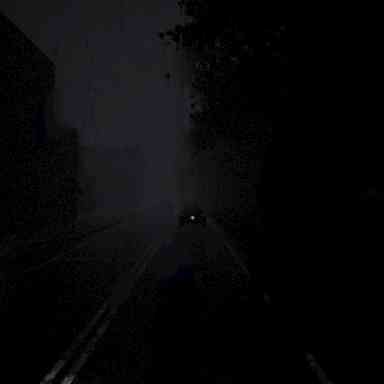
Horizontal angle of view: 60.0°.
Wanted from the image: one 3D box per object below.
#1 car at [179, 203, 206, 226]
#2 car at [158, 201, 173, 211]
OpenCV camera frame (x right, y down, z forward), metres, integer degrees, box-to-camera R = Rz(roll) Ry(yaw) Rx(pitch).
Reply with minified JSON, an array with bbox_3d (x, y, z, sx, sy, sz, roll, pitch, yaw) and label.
[{"bbox_3d":[0.030,1.786,25.205,1.994,1.385,4.181,0,0,0],"label":"car"},{"bbox_3d":[-3.578,1.932,45.674,1.994,1.385,4.181,0,0,-1],"label":"car"}]
